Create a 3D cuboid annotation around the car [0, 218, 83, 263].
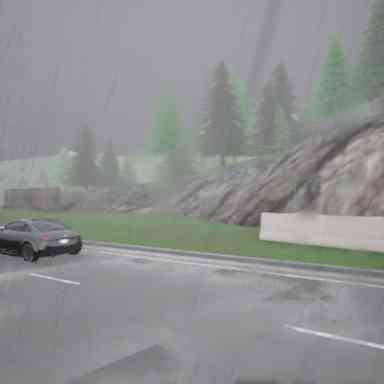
[{"bbox_3d":[-6.090,1.686,12.553,4.181,1.385,1.994,-1,0,33],"label":"car"}]
